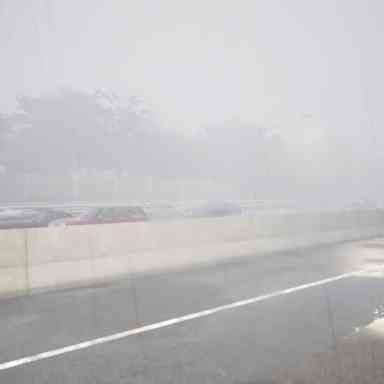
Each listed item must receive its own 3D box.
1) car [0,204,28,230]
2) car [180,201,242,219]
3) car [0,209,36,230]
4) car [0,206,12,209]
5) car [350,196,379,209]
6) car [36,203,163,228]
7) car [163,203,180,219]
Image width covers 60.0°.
[{"bbox_3d":[-12.592,1.524,19.910,4.674,1.442,1.812,0,0,-39],"label":"car"},{"bbox_3d":[1.846,1.501,26.757,4.902,1.511,2.128,0,0,-35],"label":"car"},{"bbox_3d":[-7.104,1.600,16.117,4.718,1.301,1.895,0,0,-35],"label":"car"},{"bbox_3d":[-8.974,1.600,19.056,4.718,1.301,1.895,0,0,-35],"label":"car"},{"bbox_3d":[24.177,1.412,46.702,4.553,1.767,2.097,0,0,-35],"label":"car"},{"bbox_3d":[-3.852,1.352,14.133,4.553,1.767,2.097,0,0,-35],"label":"car"},{"bbox_3d":[-2.946,1.605,27.453,4.718,1.301,1.895,0,0,-37],"label":"car"}]
